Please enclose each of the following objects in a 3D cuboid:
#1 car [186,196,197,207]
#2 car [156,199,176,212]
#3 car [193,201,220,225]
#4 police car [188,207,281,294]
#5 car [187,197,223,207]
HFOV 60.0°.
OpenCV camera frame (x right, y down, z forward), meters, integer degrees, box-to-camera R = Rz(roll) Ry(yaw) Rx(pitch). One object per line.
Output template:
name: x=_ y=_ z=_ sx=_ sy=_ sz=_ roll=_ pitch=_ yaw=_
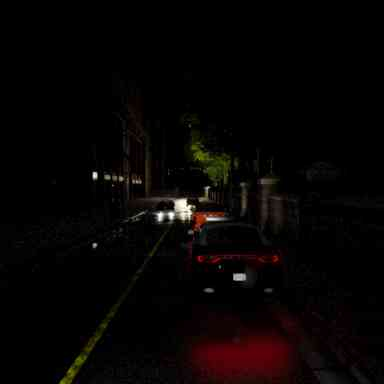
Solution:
car: x=0.136 y=1.366 z=47.803 sx=2.128 sy=1.511 sz=4.902 roll=0 pitch=0 yaw=1
car: x=-2.910 y=1.492 z=38.036 sx=1.994 sy=1.385 sz=4.181 roll=0 pitch=0 yaw=0
car: x=0.958 y=1.475 z=24.837 sx=1.837 sy=1.490 sz=4.892 roll=0 pitch=0 yaw=0
police car: x=0.920 y=1.422 z=8.947 sx=1.930 sy=1.638 sz=5.238 roll=0 pitch=0 yaw=0
car: x=0.943 y=1.334 z=18.807 sx=2.097 sy=1.767 sz=4.553 roll=0 pitch=0 yaw=0
